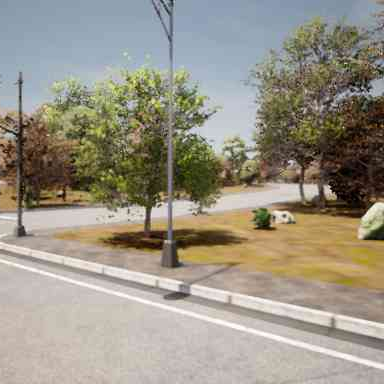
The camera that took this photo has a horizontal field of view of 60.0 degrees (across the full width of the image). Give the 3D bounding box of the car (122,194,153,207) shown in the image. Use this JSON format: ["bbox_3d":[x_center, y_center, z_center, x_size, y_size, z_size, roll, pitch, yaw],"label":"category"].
[{"bbox_3d":[-6.610,0.989,41.558,2.128,1.511,4.902,1,2,39],"label":"car"}]
